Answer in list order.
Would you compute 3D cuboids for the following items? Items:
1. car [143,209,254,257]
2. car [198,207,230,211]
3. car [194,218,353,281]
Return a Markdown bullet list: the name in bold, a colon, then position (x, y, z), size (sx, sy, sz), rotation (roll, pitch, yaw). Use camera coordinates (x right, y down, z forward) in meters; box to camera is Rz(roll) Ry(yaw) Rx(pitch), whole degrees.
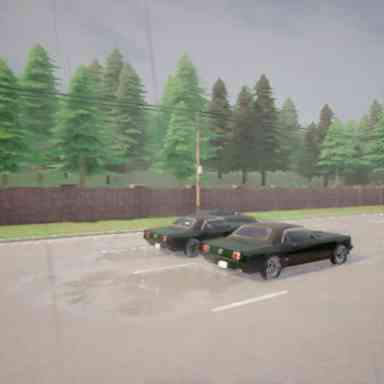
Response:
- **car**: position (0.665, 1.544, 12.612), size (4.718, 1.301, 1.895), rotation (0, 0, -34)
- **car**: position (1.459, 1.484, 17.362), size (4.181, 1.385, 1.994), rotation (0, 0, -34)
- **car**: position (2.624, 1.549, 9.712), size (4.718, 1.301, 1.895), rotation (0, 0, -34)
